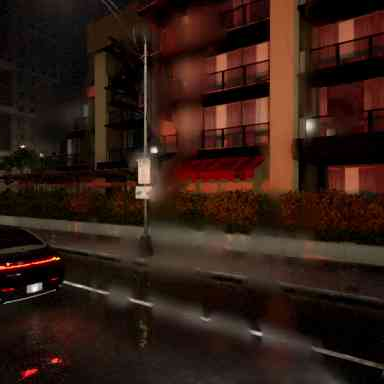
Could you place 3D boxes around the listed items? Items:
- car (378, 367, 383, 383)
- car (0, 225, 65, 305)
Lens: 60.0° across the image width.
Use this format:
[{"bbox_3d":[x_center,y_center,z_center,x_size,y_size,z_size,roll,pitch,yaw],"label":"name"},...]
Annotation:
[{"bbox_3d":[3.784,1.547,1.376,5.357,1.411,2.033,0,0,35],"label":"car"},{"bbox_3d":[-4.857,1.505,7.484,4.892,1.490,1.837,0,0,35],"label":"car"}]
